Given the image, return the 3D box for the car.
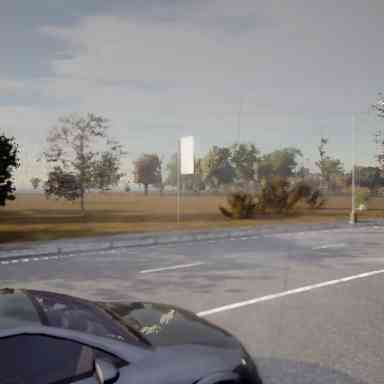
[{"bbox_3d":[-1.391,1.555,2.653,4.181,1.385,1.994,0,0,-35],"label":"car"}]
